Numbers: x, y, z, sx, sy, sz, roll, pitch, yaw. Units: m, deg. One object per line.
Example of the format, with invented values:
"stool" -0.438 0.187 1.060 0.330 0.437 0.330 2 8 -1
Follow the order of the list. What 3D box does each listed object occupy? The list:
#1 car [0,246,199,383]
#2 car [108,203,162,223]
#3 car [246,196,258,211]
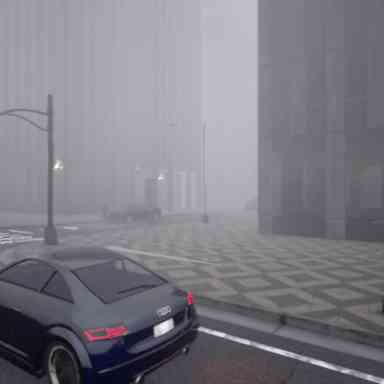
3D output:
"car" -1.964 1.559 5.082 4.181 1.385 1.994 0 0 35
"car" -4.601 1.657 27.317 1.882 1.535 5.008 0 -1 36
"car" 9.677 1.645 47.224 2.150 2.045 5.566 0 -1 36
